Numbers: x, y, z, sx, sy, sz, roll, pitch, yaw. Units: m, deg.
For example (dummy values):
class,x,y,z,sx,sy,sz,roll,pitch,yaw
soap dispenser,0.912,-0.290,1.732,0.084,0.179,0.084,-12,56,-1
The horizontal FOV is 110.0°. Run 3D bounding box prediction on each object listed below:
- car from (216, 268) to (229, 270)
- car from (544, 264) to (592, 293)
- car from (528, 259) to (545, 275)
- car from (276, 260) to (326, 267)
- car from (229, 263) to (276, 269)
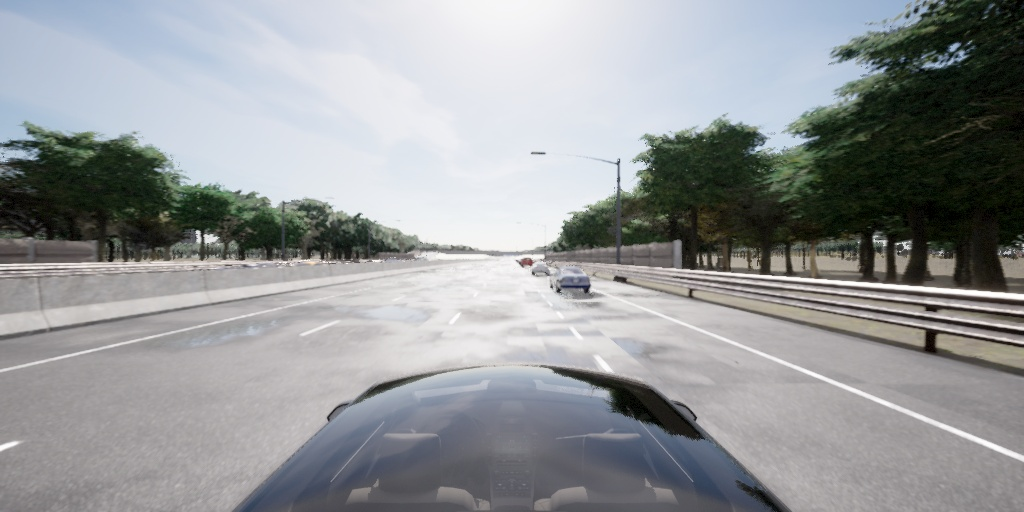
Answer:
class,x,y,z,sx,sy,sz,roll,pitch,yaw
car,-24.858,1.352,33.300,1.895,1.301,4.718,0,0,0
car,3.321,1.338,21.241,2.033,1.411,5.357,0,0,-1
car,3.138,1.405,41.020,1.812,1.442,4.674,0,0,-1
car,-17.847,1.248,31.376,1.882,1.535,5.008,0,-1,0
car,-21.342,1.305,31.225,2.033,1.411,5.357,0,0,0
